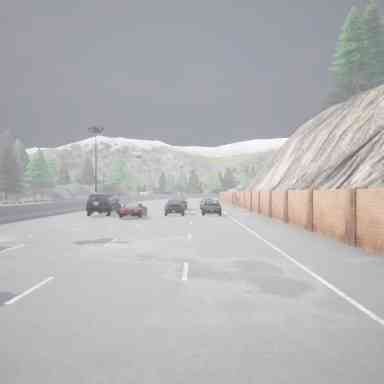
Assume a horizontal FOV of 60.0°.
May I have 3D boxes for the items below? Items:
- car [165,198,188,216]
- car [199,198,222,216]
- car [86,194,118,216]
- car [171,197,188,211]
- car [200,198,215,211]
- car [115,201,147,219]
[{"bbox_3d":[-1.634,1.517,32.674,1.837,1.490,4.892,0,0,0],"label":"car"},{"bbox_3d":[1.867,1.504,32.718,2.128,1.511,4.902,0,0,0],"label":"car"},{"bbox_3d":[-8.634,1.233,32.703,2.150,2.045,5.566,0,0,0],"label":"car"},{"bbox_3d":[-1.546,1.494,43.112,1.882,1.535,5.008,0,0,0],"label":"car"},{"bbox_3d":[1.952,1.542,42.966,1.812,1.442,4.674,0,0,1],"label":"car"},{"bbox_3d":[-5.160,1.612,29.650,1.895,1.301,4.718,0,0,0],"label":"car"}]
